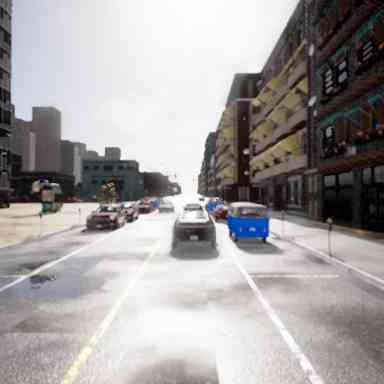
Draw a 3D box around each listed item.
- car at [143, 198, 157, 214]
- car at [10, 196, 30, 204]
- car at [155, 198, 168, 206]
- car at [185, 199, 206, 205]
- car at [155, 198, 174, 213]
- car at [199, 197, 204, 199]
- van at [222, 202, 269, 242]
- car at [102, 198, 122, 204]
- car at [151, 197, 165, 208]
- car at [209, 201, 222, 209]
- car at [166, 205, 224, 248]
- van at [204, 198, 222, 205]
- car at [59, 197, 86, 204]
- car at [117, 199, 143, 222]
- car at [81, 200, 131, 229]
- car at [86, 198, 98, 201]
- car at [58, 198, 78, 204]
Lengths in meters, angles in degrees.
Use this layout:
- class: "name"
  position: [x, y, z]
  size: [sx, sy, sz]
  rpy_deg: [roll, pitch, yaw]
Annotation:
- class: "car"
  position: [-5.645, 1.776, 39.226]
  size: [1.887, 1.381, 4.507]
  rpy_deg: [1, 0, 0]
- class: "car"
  position: [-42.909, 2.011, 82.399]
  size: [5.009, 1.841, 2.192]
  rpy_deg: [0, -1, 1]
- class: "car"
  position: [-5.643, 1.890, 61.809]
  size: [1.887, 1.381, 4.507]
  rpy_deg: [1, 0, 0]
- class: "car"
  position: [0.088, 1.689, 30.612]
  size: [1.837, 1.490, 4.892]
  rpy_deg: [0, 0, 0]
- class: "car"
  position: [-3.097, 1.788, 41.072]
  size: [2.033, 1.411, 5.357]
  rpy_deg: [0, 0, 0]
- class: "car"
  position: [2.706, 2.039, 94.328]
  size: [2.008, 1.369, 4.403]
  rpy_deg: [1, 0, 0]
- class: "van"
  position: [2.704, 1.446, 16.674]
  size: [1.690, 1.788, 3.998]
  rpy_deg: [1, 0, 0]
- class: "car"
  position: [-19.713, 2.138, 82.123]
  size: [4.403, 1.369, 2.008]
  rpy_deg: [0, -1, 1]
- class: "car"
  position: [-5.642, 1.757, 56.164]
  size: [1.967, 1.590, 4.097]
  rpy_deg: [1, 0, 0]
- class: "car"
  position: [2.702, 1.715, 27.967]
  size: [1.887, 1.381, 4.507]
  rpy_deg: [1, 0, 0]
- class: "car"
  position: [0.087, 1.587, 15.354]
  size: [2.128, 1.511, 4.902]
  rpy_deg: [0, 0, 0]
- class: "van"
  position: [2.706, 1.573, 39.259]
  size: [1.690, 1.788, 3.998]
  rpy_deg: [1, 0, 0]
- class: "car"
  position: [-26.373, 1.891, 73.578]
  size: [4.097, 1.590, 1.967]
  rpy_deg: [0, -1, 1]
- class: "car"
  position: [-5.644, 1.609, 27.936]
  size: [1.967, 1.590, 4.097]
  rpy_deg: [1, 0, 0]
- class: "car"
  position: [-5.650, 1.577, 22.289]
  size: [1.967, 1.590, 4.097]
  rpy_deg: [1, 0, 0]
- class: "car"
  position: [-25.195, 2.178, 82.198]
  size: [4.313, 1.339, 1.947]
  rpy_deg: [0, -1, 1]
- class: "car"
  position: [-30.674, 2.220, 82.272]
  size: [4.206, 1.307, 1.802]
  rpy_deg: [0, -1, 1]
